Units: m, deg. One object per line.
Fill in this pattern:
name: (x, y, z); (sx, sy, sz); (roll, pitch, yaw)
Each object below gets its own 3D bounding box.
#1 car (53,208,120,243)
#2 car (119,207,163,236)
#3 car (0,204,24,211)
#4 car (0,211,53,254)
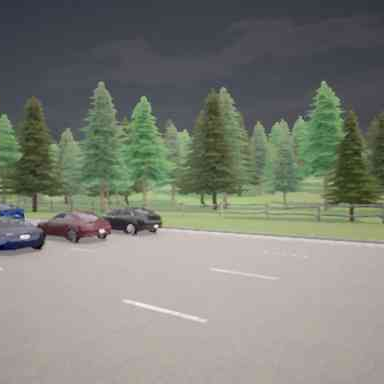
car: (-6.040, 1.662, 16.779); (4.674, 1.442, 1.812); (0, 0, 36)
car: (-3.924, 1.643, 19.567); (4.892, 1.490, 1.837); (0, 0, 36)
car: (-16.278, 1.756, 28.383); (5.008, 1.535, 1.882); (0, 0, 36)
car: (-8.002, 1.700, 13.876); (4.181, 1.385, 1.994); (-1, 0, 36)
